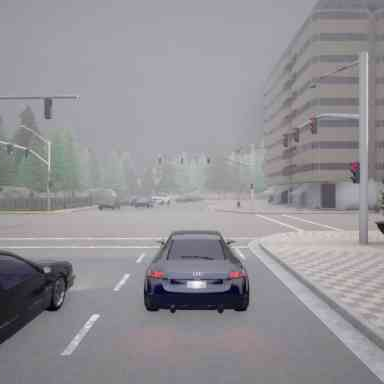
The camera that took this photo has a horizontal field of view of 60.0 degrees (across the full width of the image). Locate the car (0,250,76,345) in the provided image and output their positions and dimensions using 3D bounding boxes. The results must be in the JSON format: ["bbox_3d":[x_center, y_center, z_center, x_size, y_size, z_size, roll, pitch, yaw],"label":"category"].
[{"bbox_3d":[-3.428,1.547,4.694,2.033,1.411,5.357,0,0,0],"label":"car"}]

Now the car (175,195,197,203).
[{"bbox_3d":[-1.495,1.352,67.757,2.097,1.767,4.553,0,0,29],"label":"car"}]

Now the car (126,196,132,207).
[{"bbox_3d":[-9.853,1.352,52.283,2.097,1.767,4.553,0,0,6],"label":"car"}]

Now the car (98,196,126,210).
[{"bbox_3d":[-10.477,1.547,42.820,2.033,1.411,5.357,0,0,1],"label":"car"}]

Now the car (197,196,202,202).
[{"bbox_3d":[0.114,1.539,76.232,2.033,1.411,5.357,0,0,38],"label":"car"}]

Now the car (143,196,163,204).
[{"bbox_3d":[-7.372,1.526,63.290,1.812,1.442,4.674,0,0,22],"label":"car"}]

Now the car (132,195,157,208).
[{"bbox_3d":[-6.778,1.477,47.586,1.882,1.535,5.008,0,0,3],"label":"car"}]

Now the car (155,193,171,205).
[{"bbox_3d":[-5.475,1.221,57.935,2.150,2.045,5.566,0,0,15],"label":"car"}]

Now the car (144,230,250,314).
[{"bbox_3d":[0.090,1.564,7.729,1.994,1.385,4.181,0,0,0],"label":"car"}]
